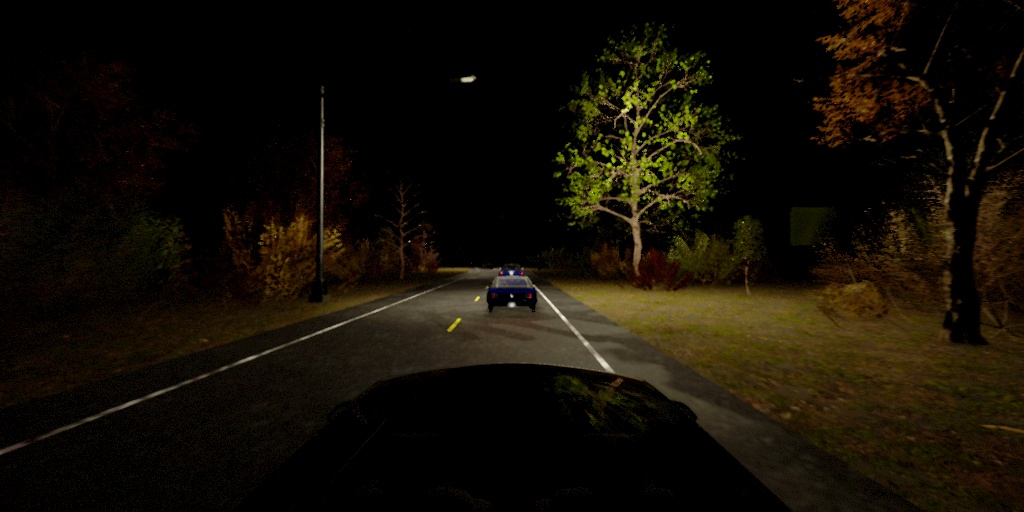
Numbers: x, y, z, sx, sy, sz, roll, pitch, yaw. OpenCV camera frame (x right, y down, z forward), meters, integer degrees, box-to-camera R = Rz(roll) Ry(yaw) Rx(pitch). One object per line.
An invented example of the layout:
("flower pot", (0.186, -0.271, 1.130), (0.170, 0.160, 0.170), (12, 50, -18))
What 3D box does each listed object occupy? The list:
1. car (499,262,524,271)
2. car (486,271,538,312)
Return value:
("car", (-0.038, 1.403, 30.277), (2.097, 1.767, 4.553), (0, -1, 0))
("car", (0.010, 1.493, 15.095), (1.895, 1.301, 4.718), (0, -1, 0))
